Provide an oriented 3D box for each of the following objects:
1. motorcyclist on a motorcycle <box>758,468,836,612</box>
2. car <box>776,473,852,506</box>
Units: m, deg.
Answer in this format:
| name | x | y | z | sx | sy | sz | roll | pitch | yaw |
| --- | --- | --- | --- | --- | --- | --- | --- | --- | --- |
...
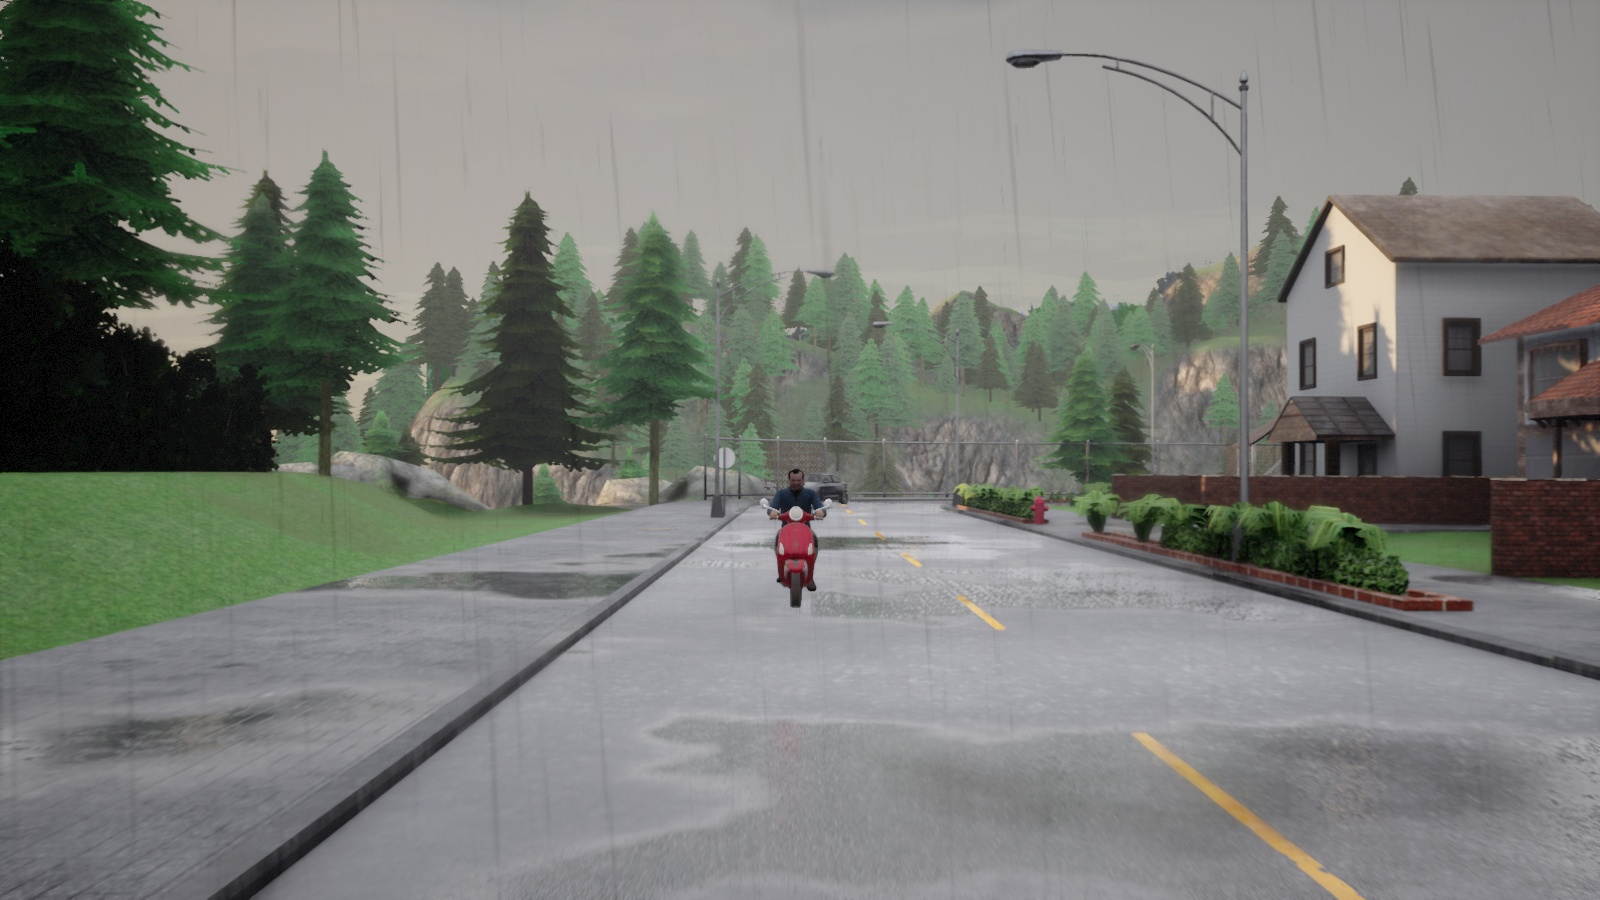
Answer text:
| name | x | y | z | sx | sy | sz | roll | pitch | yaw |
| --- | --- | --- | --- | --- | --- | --- | --- | --- | --- |
| motorcyclist on a motorcycle | -0.039 | 1.019 | 14.949 | 0.866 | 1.590 | 1.817 | 0 | -1 | 0 |
| car | 0.689 | 1.804 | 58.354 | 1.816 | 1.474 | 4.193 | -1 | -1 | 27 |
